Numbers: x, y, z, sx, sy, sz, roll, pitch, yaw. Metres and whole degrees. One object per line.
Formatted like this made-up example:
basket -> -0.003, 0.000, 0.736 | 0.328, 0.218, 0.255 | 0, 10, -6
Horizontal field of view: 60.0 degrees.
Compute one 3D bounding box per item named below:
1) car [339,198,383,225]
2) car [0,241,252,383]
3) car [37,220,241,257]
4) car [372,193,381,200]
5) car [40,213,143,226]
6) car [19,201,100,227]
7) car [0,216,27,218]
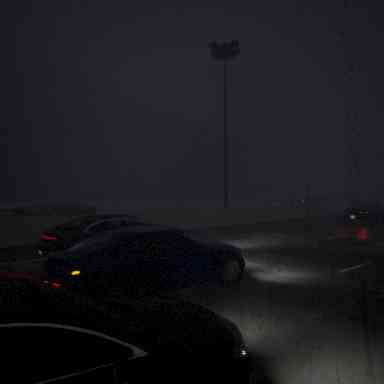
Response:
car -> 11.846, 1.388, 22.495 | 4.674, 1.442, 1.812 | 0, 0, -42
car -> -1.637, 1.506, 2.620 | 4.892, 1.490, 1.837 | 0, 0, -36
car -> -0.871, 1.507, 7.540 | 4.674, 1.442, 1.812 | 0, 0, -37
car -> 44.251, 0.968, 79.664 | 1.882, 1.535, 5.008 | 0, 0, 30
car -> -2.334, 1.471, 10.818 | 4.902, 1.511, 2.128 | 0, 0, -37
car -> -9.230, 1.469, 23.421 | 4.902, 1.511, 2.128 | 0, 0, -38
car -> -10.344, 1.601, 18.193 | 4.718, 1.301, 1.895 | 0, 0, -37
